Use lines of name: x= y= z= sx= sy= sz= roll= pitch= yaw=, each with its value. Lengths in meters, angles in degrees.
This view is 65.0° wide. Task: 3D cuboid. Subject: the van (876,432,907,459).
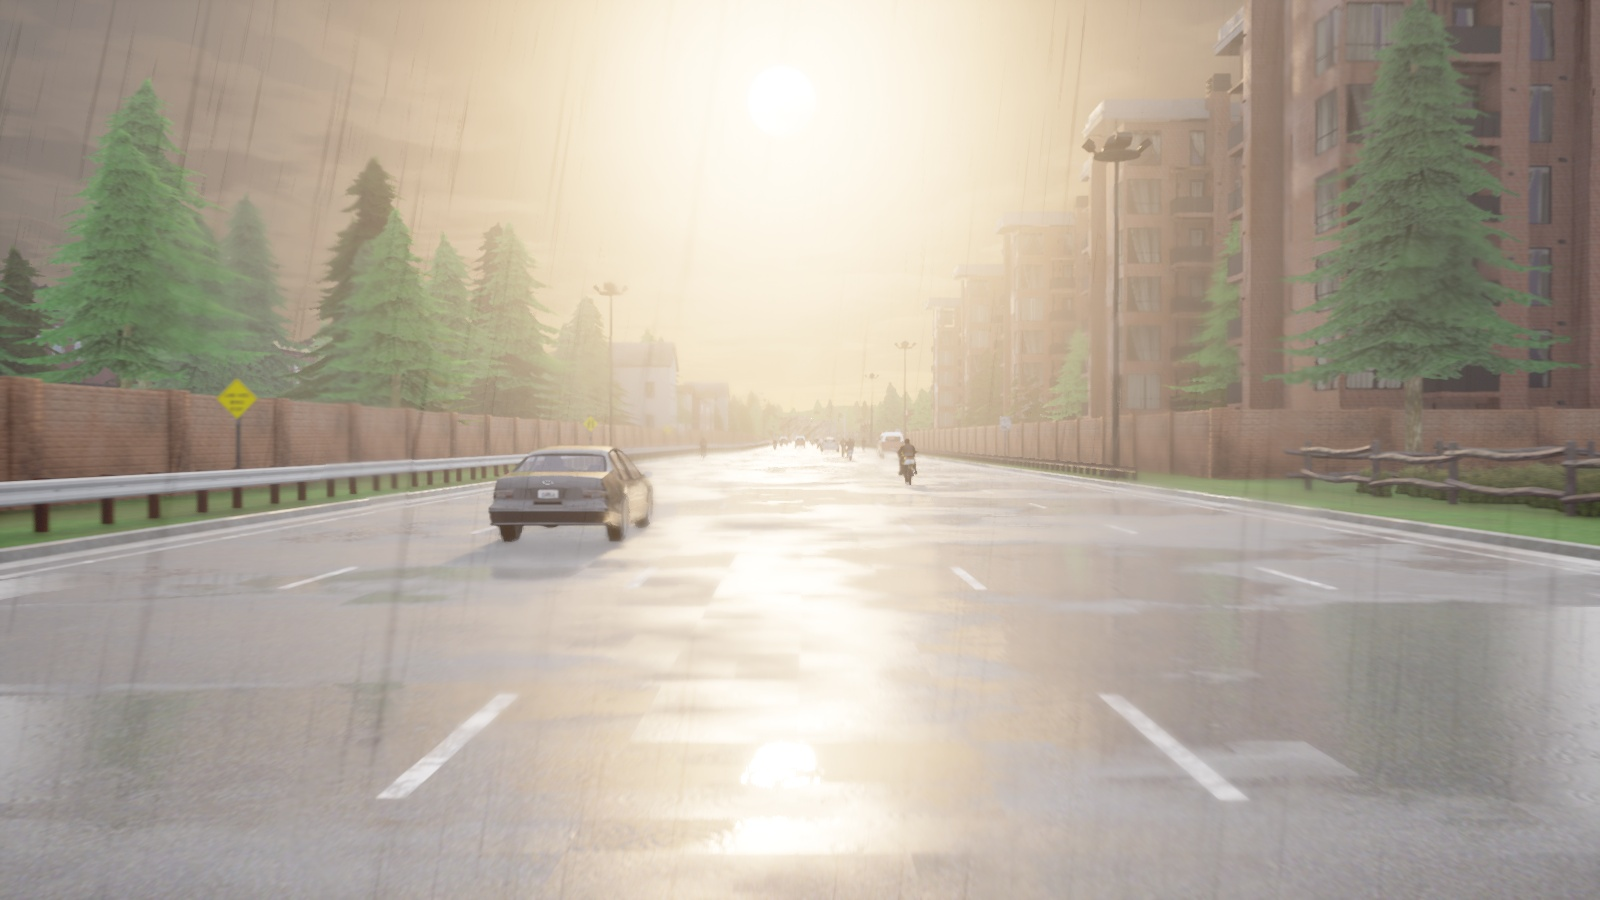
van: x=7.034 y=-0.378 z=96.616 sx=2.069 sy=2.038 sz=4.480 roll=0 pitch=1 yaw=0

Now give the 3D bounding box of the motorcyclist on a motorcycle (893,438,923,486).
motorcyclist on a motorcycle: x=3.543 y=0.367 z=41.229 sx=0.797 sy=1.523 sz=2.044 roll=0 pitch=0 yaw=0

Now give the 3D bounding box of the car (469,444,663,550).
car: x=-3.454 y=0.617 z=19.656 sx=2.033 sy=1.411 sz=5.357 roll=0 pitch=1 yaw=0
